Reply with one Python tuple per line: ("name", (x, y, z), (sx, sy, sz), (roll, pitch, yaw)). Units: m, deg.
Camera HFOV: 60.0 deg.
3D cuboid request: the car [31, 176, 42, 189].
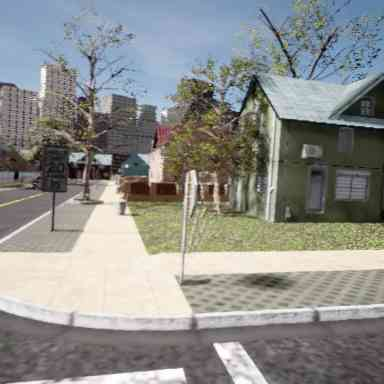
("car", (-16.967, -1.071, 38.093), (1.837, 1.490, 4.892), (3, 2, -13))
